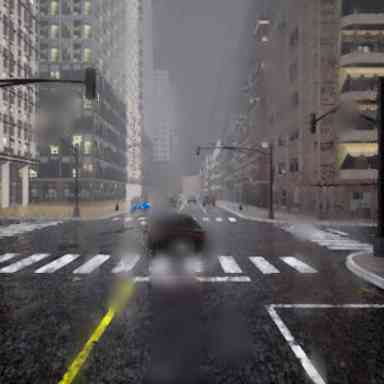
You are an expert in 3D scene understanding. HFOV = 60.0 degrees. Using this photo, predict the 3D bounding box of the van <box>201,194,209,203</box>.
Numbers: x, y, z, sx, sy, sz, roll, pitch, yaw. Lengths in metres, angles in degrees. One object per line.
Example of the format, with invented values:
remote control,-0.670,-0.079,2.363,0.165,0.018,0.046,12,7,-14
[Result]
van,2.699,1.407,69.934,1.690,1.788,3.998,0,0,0

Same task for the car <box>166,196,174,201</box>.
car,-5.678,1.641,86.587,2.008,1.369,4.403,0,0,0

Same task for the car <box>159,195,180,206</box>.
car,-3.078,1.543,46.790,1.837,1.490,4.892,0,0,0

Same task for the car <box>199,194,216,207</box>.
car,2.697,1.361,53.282,2.192,1.841,5.009,0,0,0

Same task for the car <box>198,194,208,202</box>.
car,2.701,1.396,81.036,2.192,1.841,5.009,0,0,0

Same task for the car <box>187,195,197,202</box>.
car,0.013,1.464,76.129,2.033,1.411,5.357,0,0,0

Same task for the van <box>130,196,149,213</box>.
van,-5.686,1.369,36.629,1.690,1.788,3.998,0,0,0

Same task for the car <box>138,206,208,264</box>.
car,-0.790,1.496,12.077,1.882,1.535,5.008,1,0,-12

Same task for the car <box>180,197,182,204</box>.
car,-3.011,1.410,63.415,2.097,1.767,4.553,0,0,0

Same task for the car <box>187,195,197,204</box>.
car,0.013,1.662,66.153,1.895,1.301,4.718,0,0,0

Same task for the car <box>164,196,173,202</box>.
car,-5.680,1.606,80.866,1.752,1.417,4.829,0,0,0

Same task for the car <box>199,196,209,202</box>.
car,2.701,1.624,75.484,2.008,1.369,4.403,0,0,0

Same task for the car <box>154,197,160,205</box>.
car,-5.683,1.577,58.662,1.752,1.417,4.829,0,0,0

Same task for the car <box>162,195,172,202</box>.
car,-5.680,1.514,75.485,1.967,1.590,4.097,0,0,0
